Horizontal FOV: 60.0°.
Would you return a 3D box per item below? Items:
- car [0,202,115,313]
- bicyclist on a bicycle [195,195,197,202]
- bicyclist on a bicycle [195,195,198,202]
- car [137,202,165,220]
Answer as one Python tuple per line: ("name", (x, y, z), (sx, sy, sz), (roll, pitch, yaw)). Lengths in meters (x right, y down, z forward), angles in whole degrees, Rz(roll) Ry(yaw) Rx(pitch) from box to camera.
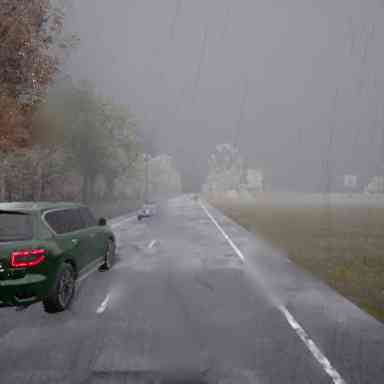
("car", (-3.418, 1.232, 7.810), (2.150, 2.045, 5.566), (0, 0, 0))
("bicyclist on a bicycle", (0.950, 1.572, 83.755), (0.582, 1.620, 1.656), (0, 0, 0))
("bicyclist on a bicycle", (0.950, 1.477, 74.750), (0.659, 1.776, 1.843), (0, 0, 0))
("car", (-3.405, 1.586, 28.069), (2.033, 1.411, 5.357), (0, 0, 0))
